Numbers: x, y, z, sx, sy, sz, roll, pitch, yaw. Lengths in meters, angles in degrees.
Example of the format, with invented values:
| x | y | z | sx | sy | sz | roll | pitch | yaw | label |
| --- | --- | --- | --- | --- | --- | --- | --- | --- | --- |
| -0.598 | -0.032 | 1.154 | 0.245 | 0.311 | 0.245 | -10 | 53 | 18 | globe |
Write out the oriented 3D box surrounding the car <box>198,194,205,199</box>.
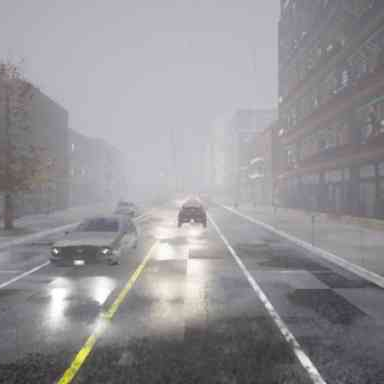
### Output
| x | y | z | sx | sy | sz | roll | pitch | yaw | label |
| --- | --- | --- | --- | --- | --- | --- | --- | --- | --- |
| 2.690 | 1.285 | 92.151 | 1.887 | 1.381 | 4.507 | 1 | 0 | 0 | car |

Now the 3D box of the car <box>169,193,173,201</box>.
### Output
| x | y | z | sx | sy | sz | roll | pitch | yaw | label |
| --- | --- | --- | --- | --- | --- | --- | --- | --- | --- |
| -5.688 | 1.366 | 69.343 | 1.947 | 1.339 | 4.313 | 1 | 0 | 0 | car |

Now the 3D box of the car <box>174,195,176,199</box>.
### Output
| x | y | z | sx | sy | sz | roll | pitch | yaw | label |
| --- | --- | --- | --- | --- | --- | --- | --- | --- | --- |
| -5.689 | 1.336 | 80.716 | 1.947 | 1.339 | 4.313 | 1 | 0 | 0 | car |

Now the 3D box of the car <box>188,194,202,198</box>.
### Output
| x | y | z | sx | sy | sz | roll | pitch | yaw | label |
| --- | --- | --- | --- | --- | --- | --- | --- | --- | --- |
| 0.088 | 1.342 | 46.295 | 1.882 | 1.535 | 5.008 | 0 | 0 | 0 | car |

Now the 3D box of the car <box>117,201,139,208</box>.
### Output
| x | y | z | sx | sy | sz | roll | pitch | yaw | label |
| --- | --- | --- | --- | --- | --- | --- | --- | --- | --- |
| -5.682 | 1.495 | 29.536 | 1.802 | 1.307 | 4.206 | 1 | 0 | 0 | car |

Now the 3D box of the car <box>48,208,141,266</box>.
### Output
| x | y | z | sx | sy | sz | roll | pitch | yaw | label |
| --- | --- | --- | --- | --- | --- | --- | --- | --- | --- |
| -3.028 | 1.513 | 11.634 | 2.033 | 1.411 | 5.357 | 0 | 0 | 1 | car |

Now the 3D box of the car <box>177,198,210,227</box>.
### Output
| x | y | z | sx | sy | sz | roll | pitch | yaw | label |
| --- | --- | --- | --- | --- | --- | --- | --- | --- | --- |
| 0.043 | 1.440 | 22.298 | 1.837 | 1.490 | 4.892 | 0 | 1 | 1 | car |

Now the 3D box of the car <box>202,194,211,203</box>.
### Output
| x | y | z | sx | sy | sz | roll | pitch | yaw | label |
| --- | --- | --- | --- | --- | --- | --- | --- | --- | --- |
| 2.694 | 1.341 | 63.888 | 1.752 | 1.417 | 4.829 | 1 | 0 | 0 | car |

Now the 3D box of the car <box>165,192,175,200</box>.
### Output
| x | y | z | sx | sy | sz | roll | pitch | yaw | label |
| --- | --- | --- | --- | --- | --- | --- | --- | --- | --- |
| -5.685 | 1.070 | 86.401 | 2.192 | 1.841 | 5.009 | 1 | 0 | 0 | car |

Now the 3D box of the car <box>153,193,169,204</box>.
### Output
| x | y | z | sx | sy | sz | roll | pitch | yaw | label |
| --- | --- | --- | --- | --- | --- | --- | --- | --- | --- |
| -5.684 | 1.272 | 57.968 | 1.967 | 1.590 | 4.097 | 1 | 0 | 0 | car |

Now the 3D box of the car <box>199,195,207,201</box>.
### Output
| x | y | z | sx | sy | sz | roll | pitch | yaw | label |
| --- | --- | --- | --- | --- | --- | --- | --- | --- | --- |
| 2.691 | 1.352 | 80.777 | 1.802 | 1.307 | 4.206 | 1 | 0 | 0 | car |
